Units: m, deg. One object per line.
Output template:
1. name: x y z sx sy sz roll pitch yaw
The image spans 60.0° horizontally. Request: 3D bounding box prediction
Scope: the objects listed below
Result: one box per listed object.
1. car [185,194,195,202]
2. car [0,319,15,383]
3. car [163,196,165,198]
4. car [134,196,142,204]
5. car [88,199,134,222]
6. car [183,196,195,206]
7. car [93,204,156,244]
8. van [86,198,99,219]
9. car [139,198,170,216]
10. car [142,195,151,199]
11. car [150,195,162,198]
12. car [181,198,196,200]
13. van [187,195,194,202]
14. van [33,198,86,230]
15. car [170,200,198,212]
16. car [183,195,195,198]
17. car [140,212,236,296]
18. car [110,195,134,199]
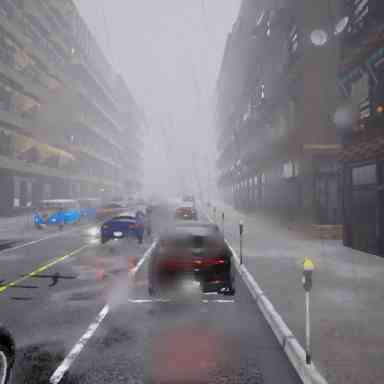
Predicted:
1. car: -0.470 1.521 81.536 2.192 1.841 5.009 1 0 0
2. car: -2.922 1.526 1.847 1.812 1.442 4.674 0 0 0
3. car: -8.323 1.847 92.652 1.802 1.307 4.206 1 0 0
4. car: -8.312 1.379 42.876 2.192 1.841 5.009 1 0 0
5. car: -5.868 1.502 24.726 1.882 1.535 5.008 0 0 0
6. car: -0.471 1.553 59.411 1.967 1.590 4.097 1 0 0
7. car: -3.020 1.537 15.861 1.812 1.442 4.674 0 0 0
8. van: -8.313 1.368 26.285 1.690 1.788 3.998 1 0 0
9. car: -2.930 1.524 28.963 2.128 1.511 4.902 0 0 0
10. car: -8.319 1.660 53.938 1.947 1.339 4.313 1 0 0
11. car: -8.315 1.471 70.528 2.192 1.841 5.009 1 0 0
12. car: -0.437 1.582 31.754 1.887 1.381 4.507 1 0 0
13. van: -0.471 1.575 87.068 1.690 1.788 3.998 1 0 0
14. van: -8.312 1.359 20.753 1.690 1.788 3.998 2 0 0
15. car: -0.437 1.572 26.224 1.887 1.381 4.507 1 0 0
16. car: -0.427 1.490 37.286 1.967 1.590 4.097 1 0 0
17. car: 0.000 1.509 8.653 1.837 1.490 4.892 0 0 0
18. car: -8.312 1.365 37.346 2.192 1.841 5.009 1 0 0
